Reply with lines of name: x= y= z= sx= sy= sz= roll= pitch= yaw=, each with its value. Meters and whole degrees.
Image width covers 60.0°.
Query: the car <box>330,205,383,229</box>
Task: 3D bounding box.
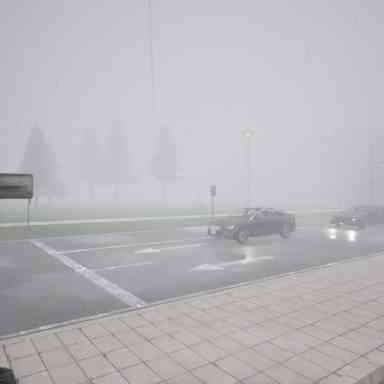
car: x=11.327 y=1.547 z=21.850 sx=5.357 sy=1.411 sz=2.033 roll=0 pitch=0 yaw=-35

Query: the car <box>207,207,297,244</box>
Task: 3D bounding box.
car: x=2.929 y=1.492 z=15.901 sx=4.902 sy=1.511 sz=2.128 roll=0 pitch=0 yaw=-35
